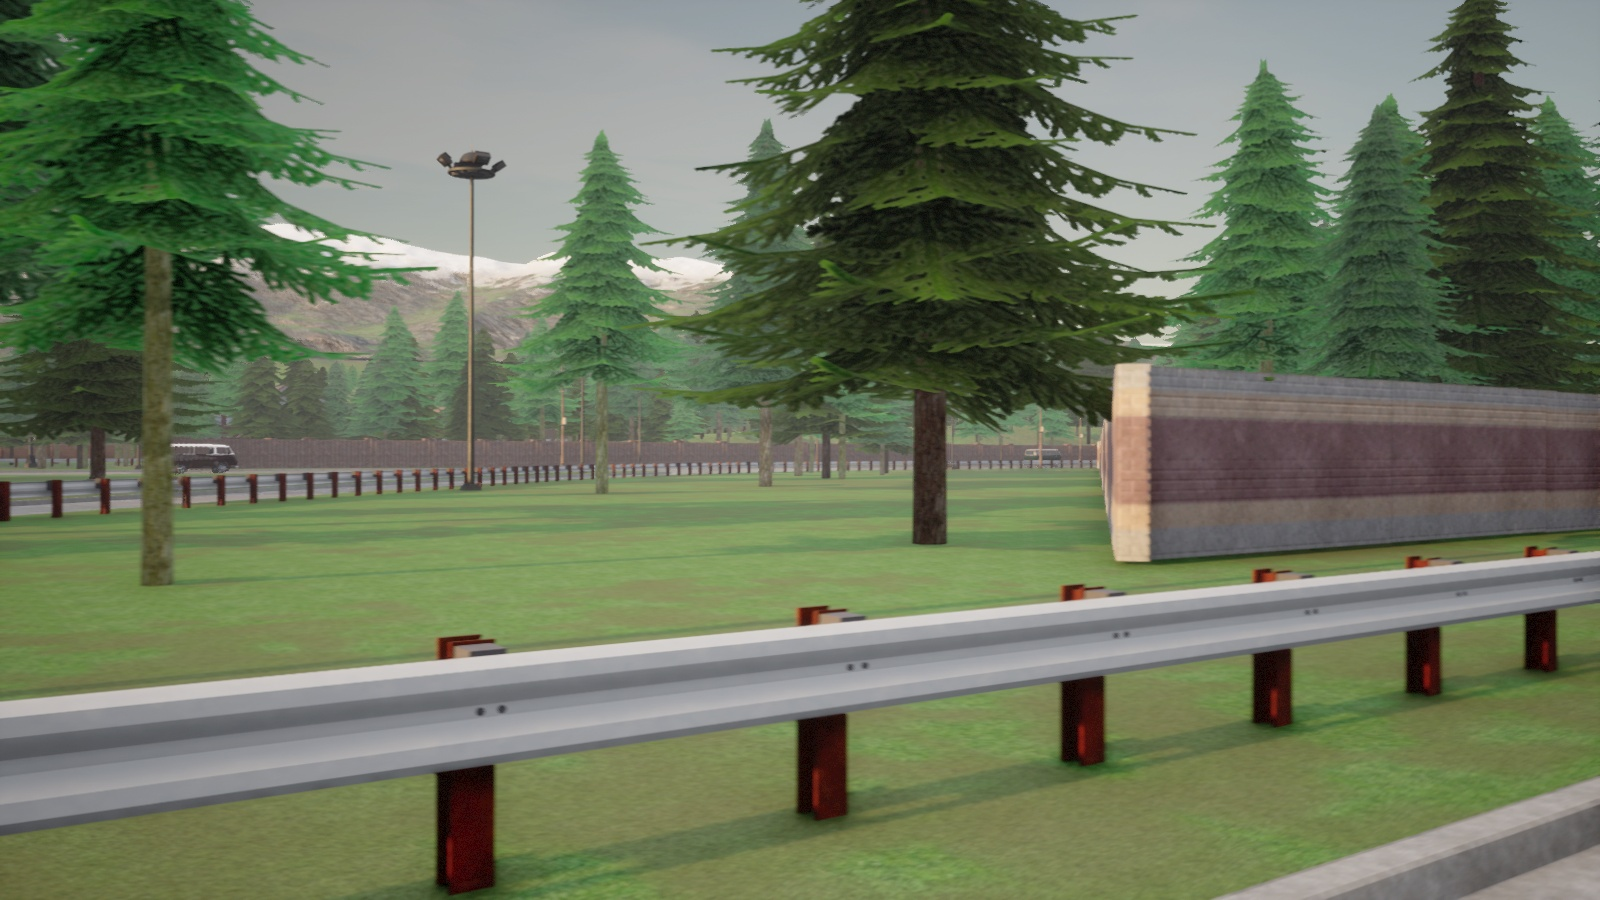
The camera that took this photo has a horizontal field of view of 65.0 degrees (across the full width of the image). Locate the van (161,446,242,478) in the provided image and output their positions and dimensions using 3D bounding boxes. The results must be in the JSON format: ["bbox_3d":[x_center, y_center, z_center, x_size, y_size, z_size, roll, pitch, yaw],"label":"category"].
[{"bbox_3d":[-39.237,0.753,82.337,4.480,2.038,2.069,0,0,-35],"label":"van"}]
